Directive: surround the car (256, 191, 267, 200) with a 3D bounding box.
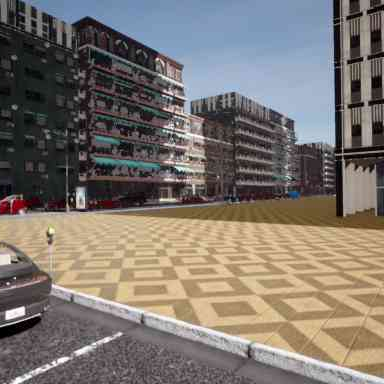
[{"bbox_3d":[13.186,1.046,68.180,1.802,1.307,4.206,-1,0,36],"label":"car"}]

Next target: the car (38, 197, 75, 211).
[{"bbox_3d":[-15.083,1.368,39.183,1.812,1.442,4.674,-1,0,36],"label":"car"}]

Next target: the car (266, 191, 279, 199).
[{"bbox_3d":[16.435,0.740,72.650,2.192,1.841,5.009,-1,0,36],"label":"car"}]

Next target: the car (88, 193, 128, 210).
[{"bbox_3d":[-9.580,1.186,36.894,1.967,1.590,4.097,-1,0,36],"label":"car"}]

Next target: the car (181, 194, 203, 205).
[{"bbox_3d":[0.176,1.062,50.302,1.967,1.590,4.097,-1,0,36],"label":"car"}]

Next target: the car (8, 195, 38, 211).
[{"bbox_3d":[-19.609,1.228,37.356,2.192,1.841,5.009,-1,0,36],"label":"car"}]

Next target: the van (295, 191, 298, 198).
[{"bbox_3d":[26.192,0.654,86.059,1.690,1.788,3.998,-1,0,36],"label":"van"}]

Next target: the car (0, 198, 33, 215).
[{"bbox_3d":[-16.084,1.413,27.954,1.802,1.307,4.206,-1,0,36],"label":"car"}]

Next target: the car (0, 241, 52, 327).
[{"bbox_3d":[-4.372,1.553,6.184,4.403,1.369,2.008,0,-1,36],"label":"car"}]

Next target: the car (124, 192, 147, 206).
[{"bbox_3d":[-8.937,0.985,47.628,2.150,2.045,5.566,-1,0,36],"label":"car"}]

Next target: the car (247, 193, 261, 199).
[{"bbox_3d":[16.167,1.040,86.520,1.947,1.339,4.313,-1,0,36],"label":"car"}]

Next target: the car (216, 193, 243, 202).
[{"bbox_3d":[6.681,1.093,59.241,2.008,1.369,4.403,-1,0,36],"label":"car"}]

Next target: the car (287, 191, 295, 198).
[{"bbox_3d":[22.942,0.932,81.589,1.802,1.307,4.206,-1,0,36],"label":"car"}]

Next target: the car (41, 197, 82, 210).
[{"bbox_3d":[-16.354,1.415,41.826,1.887,1.381,4.507,-1,0,36],"label":"car"}]

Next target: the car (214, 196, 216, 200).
[{"bbox_3d":[6.409,1.028,73.111,1.967,1.590,4.097,-1,0,36],"label":"car"}]

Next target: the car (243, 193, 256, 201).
[{"bbox_3d":[9.933,1.048,63.711,1.887,1.381,4.507,-1,0,36],"label":"car"}]

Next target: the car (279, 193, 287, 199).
[{"bbox_3d":[19.690,0.938,77.119,2.008,1.369,4.403,-1,0,36],"label":"car"}]
